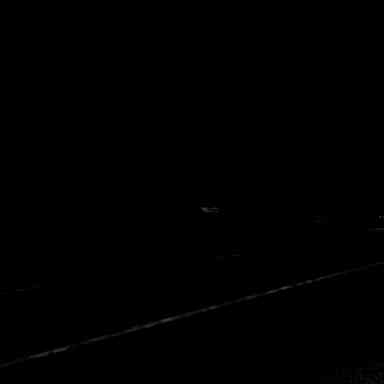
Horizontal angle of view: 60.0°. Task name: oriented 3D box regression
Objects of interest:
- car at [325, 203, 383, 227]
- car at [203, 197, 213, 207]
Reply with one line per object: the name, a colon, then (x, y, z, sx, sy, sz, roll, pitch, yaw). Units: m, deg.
car: (12.106, 1.620, 24.109, 1.882, 1.535, 5.008, 2, -1, -29)
car: (1.802, 1.350, 48.444, 2.128, 1.511, 4.902, 1, 2, -17)
